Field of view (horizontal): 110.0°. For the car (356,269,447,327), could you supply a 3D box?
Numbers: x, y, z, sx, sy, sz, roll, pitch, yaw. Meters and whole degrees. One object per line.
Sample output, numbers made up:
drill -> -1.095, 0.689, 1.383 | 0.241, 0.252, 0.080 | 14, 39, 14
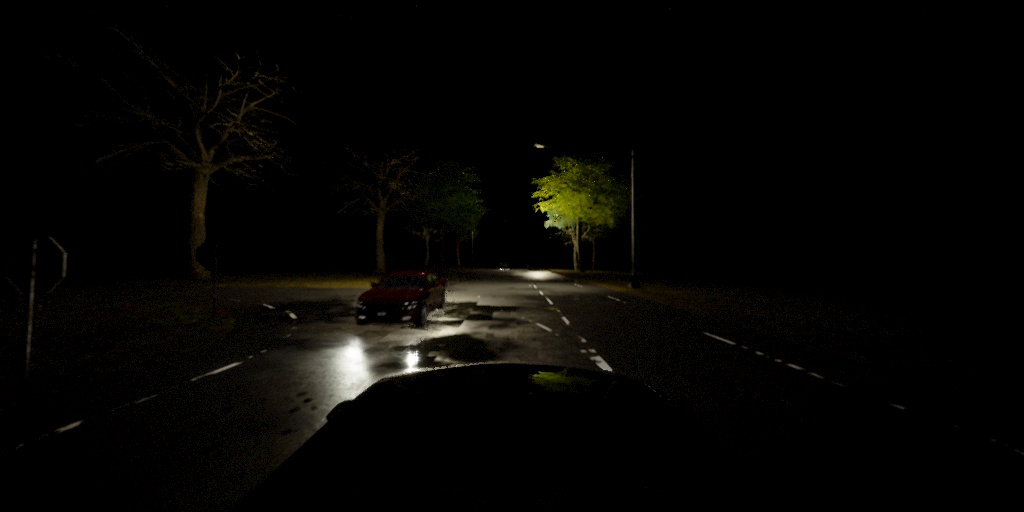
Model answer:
car -> -3.485, 1.246, 12.108 | 1.882, 1.535, 5.008 | 1, 1, 0
